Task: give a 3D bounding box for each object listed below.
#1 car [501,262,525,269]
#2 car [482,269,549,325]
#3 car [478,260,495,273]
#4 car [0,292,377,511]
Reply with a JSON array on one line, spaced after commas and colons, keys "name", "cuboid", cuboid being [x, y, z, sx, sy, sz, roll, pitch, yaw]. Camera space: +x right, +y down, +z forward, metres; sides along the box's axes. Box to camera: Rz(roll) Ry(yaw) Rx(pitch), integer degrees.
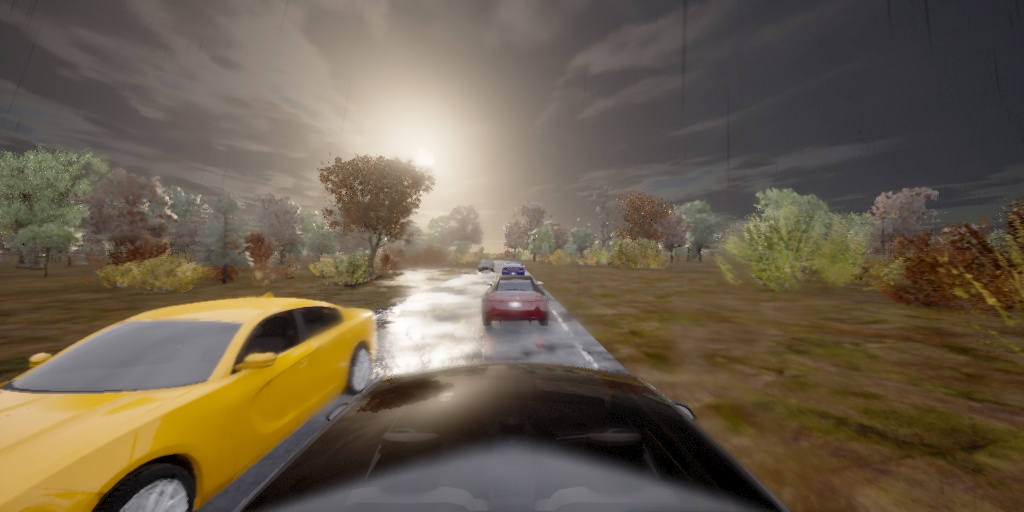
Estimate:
[{"name": "car", "cuboid": [0.101, 1.222, 30.557, 1.882, 1.535, 5.008, 0, 0, 0]}, {"name": "car", "cuboid": [0.100, 1.315, 11.855, 1.994, 1.385, 4.181, 0, 0, 0]}, {"name": "car", "cuboid": [-3.084, 1.240, 44.093, 1.837, 1.490, 4.892, 0, 0, 0]}, {"name": "car", "cuboid": [-3.100, 1.228, 3.747, 1.882, 1.535, 5.008, 0, 0, 0]}]
